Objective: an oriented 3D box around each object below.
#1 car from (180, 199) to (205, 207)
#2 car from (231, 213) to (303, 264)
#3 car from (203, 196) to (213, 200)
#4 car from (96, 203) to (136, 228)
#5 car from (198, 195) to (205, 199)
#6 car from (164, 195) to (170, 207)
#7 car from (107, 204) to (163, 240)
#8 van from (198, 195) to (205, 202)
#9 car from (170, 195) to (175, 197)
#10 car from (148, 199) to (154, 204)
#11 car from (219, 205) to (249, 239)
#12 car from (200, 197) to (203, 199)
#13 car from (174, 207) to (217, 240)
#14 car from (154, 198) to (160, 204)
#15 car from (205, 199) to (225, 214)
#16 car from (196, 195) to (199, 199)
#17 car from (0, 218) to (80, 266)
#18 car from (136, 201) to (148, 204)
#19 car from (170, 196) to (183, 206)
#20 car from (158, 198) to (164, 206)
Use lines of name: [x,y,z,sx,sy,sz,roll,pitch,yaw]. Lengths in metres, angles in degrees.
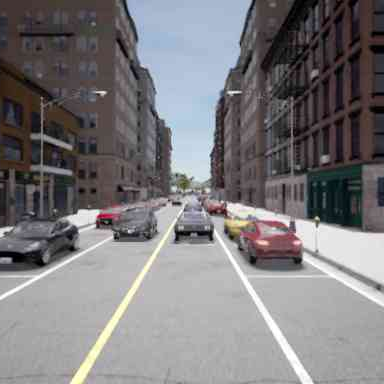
car: [0.095,1.741,34.804,1.994,1.385,4.181,0,0,0]
car: [2.635,1.643,11.822,1.802,1.307,4.206,0,0,0]
car: [2.631,1.644,40.235,1.967,1.590,4.097,0,0,0]
car: [-5.392,1.663,23.186,1.887,1.381,4.507,0,0,0]
car: [2.628,1.603,57.282,2.192,1.841,5.009,0,0,0]
car: [-5.397,1.728,57.279,1.967,1.590,4.097,0,0,0]
car: [-2.852,1.595,17.647,1.837,1.490,4.892,0,0,0]
van: [2.677,1.815,95.345,1.690,1.788,3.998,0,0,0]
car: [-5.432,1.762,89.839,2.192,1.841,5.009,0,0,0]
car: [-5.393,1.720,34.550,1.887,1.381,4.507,0,0,0]
car: [2.634,1.616,17.675,1.752,1.417,4.829,0,0,0]
car: [2.629,1.811,51.598,2.008,1.369,4.403,0,0,0]
car: [0.098,1.691,17.531,1.895,1.301,4.718,0,0,0]
car: [-5.394,1.770,40.232,1.947,1.339,4.313,0,0,0]
car: [2.632,1.720,34.552,1.887,1.381,4.507,0,0,0]
car: [2.688,1.736,84.337,2.192,1.841,5.009,0,0,0]
car: [-5.390,1.627,11.821,1.947,1.339,4.313,0,0,0]
car: [-5.392,1.698,28.868,2.008,1.369,4.403,0,0,0]
car: [-2.759,1.966,61.723,1.895,1.301,4.718,0,0,0]
car: [-5.395,1.672,45.915,1.967,1.590,4.097,0,0,0]
